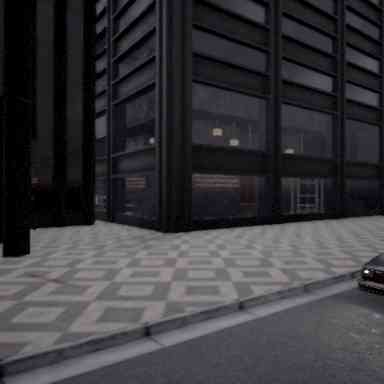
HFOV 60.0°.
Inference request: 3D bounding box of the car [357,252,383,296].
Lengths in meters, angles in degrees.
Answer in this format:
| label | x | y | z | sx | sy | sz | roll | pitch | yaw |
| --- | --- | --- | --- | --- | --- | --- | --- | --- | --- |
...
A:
| label | x | y | z | sx | sy | sz | roll | pitch | yaw |
| --- | --- | --- | --- | --- | --- | --- | --- | --- | --- |
| car | 6.018 | 1.549 | 7.655 | 5.357 | 1.411 | 2.033 | 0 | 0 | -35 |
